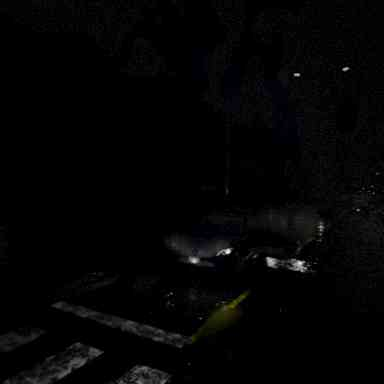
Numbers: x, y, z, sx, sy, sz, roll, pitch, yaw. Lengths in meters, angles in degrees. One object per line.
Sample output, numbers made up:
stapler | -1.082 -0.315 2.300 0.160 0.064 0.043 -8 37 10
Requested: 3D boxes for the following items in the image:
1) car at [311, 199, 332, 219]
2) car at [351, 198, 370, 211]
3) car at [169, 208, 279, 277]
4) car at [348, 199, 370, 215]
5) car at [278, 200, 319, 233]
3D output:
car | 10.621 1.365 28.017 2.128 1.511 4.902 3 1 28
car | 22.977 1.653 45.332 2.128 1.511 4.902 3 1 28
car | 1.082 1.350 9.997 1.812 1.442 4.674 3 1 26
car | 17.951 1.605 35.721 1.812 1.442 4.674 3 1 28
car | 5.747 1.351 18.816 1.812 1.442 4.674 3 1 28
